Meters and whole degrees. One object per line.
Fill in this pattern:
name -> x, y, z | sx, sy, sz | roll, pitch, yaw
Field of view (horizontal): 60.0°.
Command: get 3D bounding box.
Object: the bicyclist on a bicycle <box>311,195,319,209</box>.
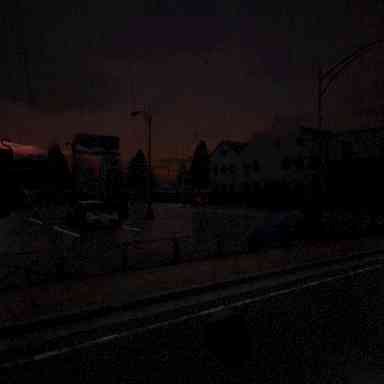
bicyclist on a bicycle -> 13.626, 1.124, 36.816 | 1.656, 1.620, 0.582 | 0, 0, -35

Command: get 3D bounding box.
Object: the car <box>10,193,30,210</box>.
car -> -19.870, 1.092, 38.130 | 1.905, 1.878, 3.866 | 0, 0, -36

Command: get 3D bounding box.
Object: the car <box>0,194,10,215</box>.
car -> -17.955, 1.113, 29.821 | 1.932, 1.855, 4.605 | 0, 0, -36

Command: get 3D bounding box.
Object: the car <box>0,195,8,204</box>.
car -> -39.242, 1.495, 66.078 | 4.611, 1.667, 2.242 | 0, 0, -36

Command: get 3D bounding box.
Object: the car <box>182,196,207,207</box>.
car -> 0.407, 1.349, 48.836 | 1.812, 1.442, 4.674 | 0, 0, -36

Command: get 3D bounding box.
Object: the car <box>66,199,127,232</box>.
car -> -5.347, 1.248, 17.869 | 1.970, 1.475, 3.806 | 0, 0, -36

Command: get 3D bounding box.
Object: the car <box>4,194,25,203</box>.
car -> -39.017, 1.328, 73.206 | 3.866, 1.878, 1.905 | 0, 0, -36

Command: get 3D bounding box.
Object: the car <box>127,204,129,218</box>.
car -> -6.480, 1.313, 25.732 | 2.007, 1.523, 4.514 | 0, 0, -36
